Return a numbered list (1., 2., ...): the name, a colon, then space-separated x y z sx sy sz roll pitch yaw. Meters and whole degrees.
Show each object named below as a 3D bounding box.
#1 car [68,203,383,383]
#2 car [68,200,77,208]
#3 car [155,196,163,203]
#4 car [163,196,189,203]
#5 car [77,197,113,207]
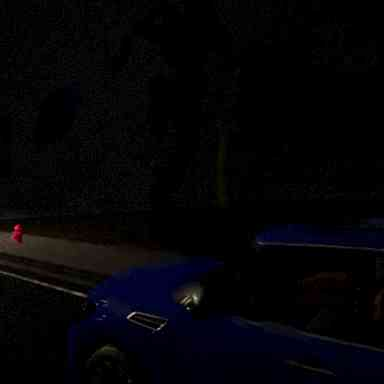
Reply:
1. car: 1.367 1.220 2.706 5.566 2.045 2.150 0 0 36
2. car: -16.296 1.590 49.950 1.812 1.442 4.674 -1 0 35
3. car: -5.299 1.533 65.549 1.882 1.535 5.008 -1 0 35
4. car: -2.634 1.596 63.688 2.033 1.411 5.357 -1 0 35
5. car: -13.654 1.541 48.066 1.837 1.490 4.892 -1 0 35
